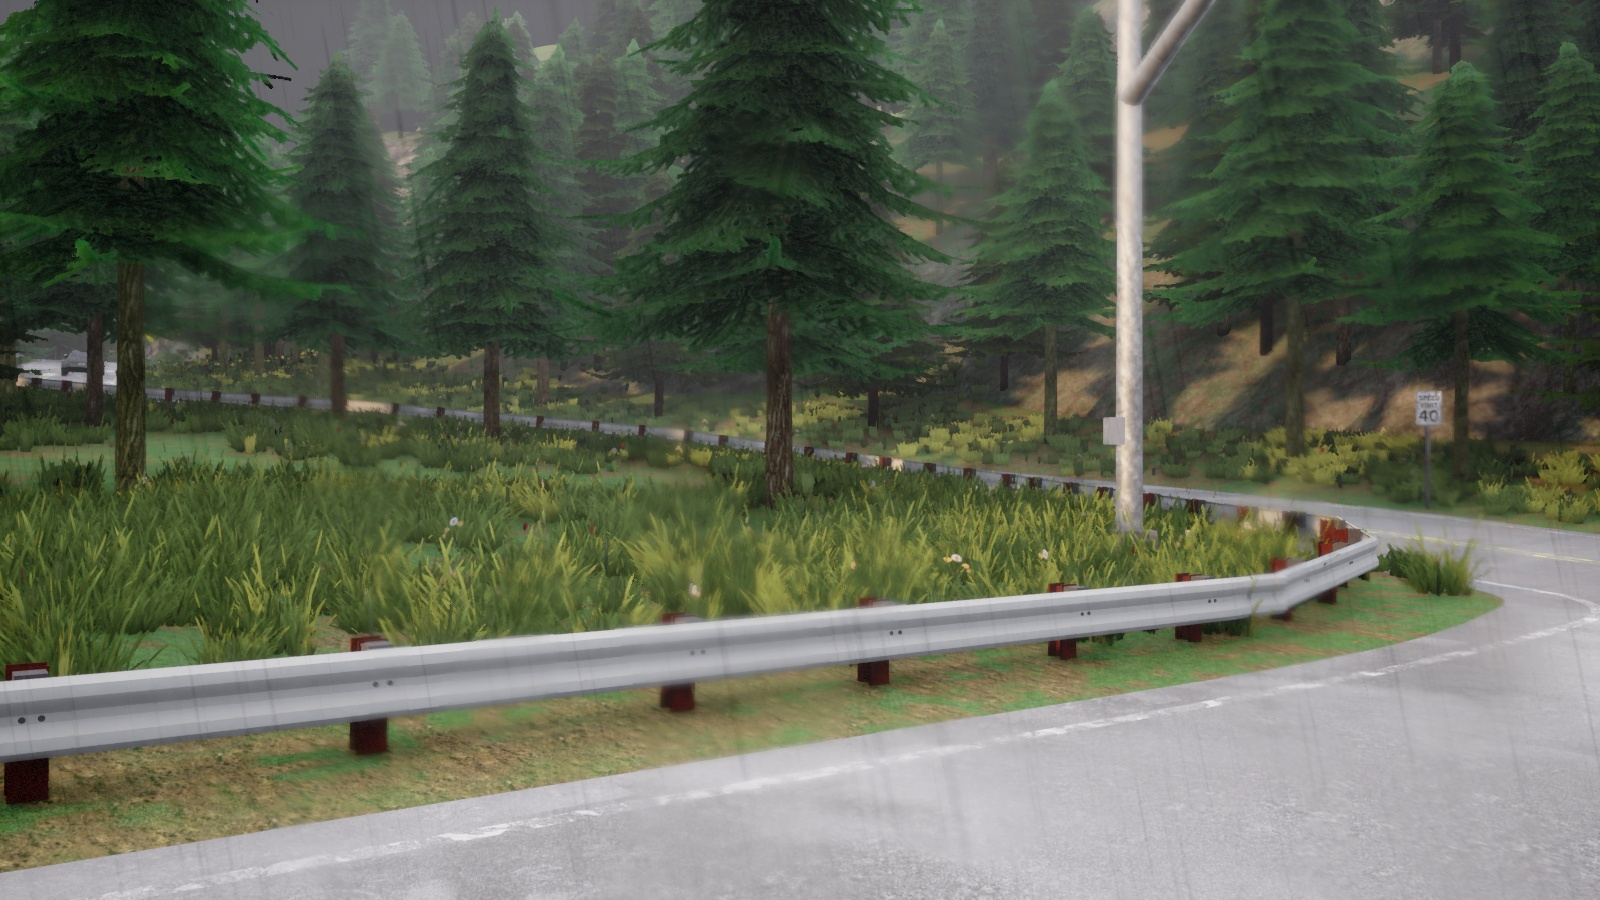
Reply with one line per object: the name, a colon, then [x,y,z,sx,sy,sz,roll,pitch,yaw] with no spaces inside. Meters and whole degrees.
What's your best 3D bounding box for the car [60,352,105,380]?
car: [-39.322,-4.616,68.883,1.994,1.385,4.181,0,5,-28]
